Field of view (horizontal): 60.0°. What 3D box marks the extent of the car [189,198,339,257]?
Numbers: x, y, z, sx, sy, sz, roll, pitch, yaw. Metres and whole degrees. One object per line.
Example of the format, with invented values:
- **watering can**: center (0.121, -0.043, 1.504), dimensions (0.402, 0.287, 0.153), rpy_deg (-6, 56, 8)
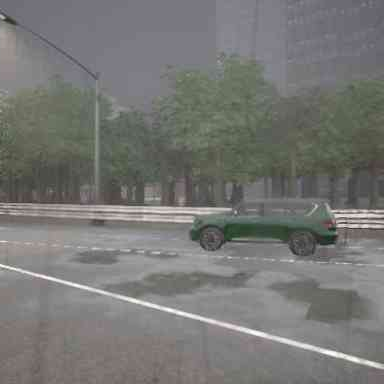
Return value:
- **car**: center (2.703, 1.252, 13.018), dimensions (5.566, 2.045, 2.150), rpy_deg (0, 0, 17)
